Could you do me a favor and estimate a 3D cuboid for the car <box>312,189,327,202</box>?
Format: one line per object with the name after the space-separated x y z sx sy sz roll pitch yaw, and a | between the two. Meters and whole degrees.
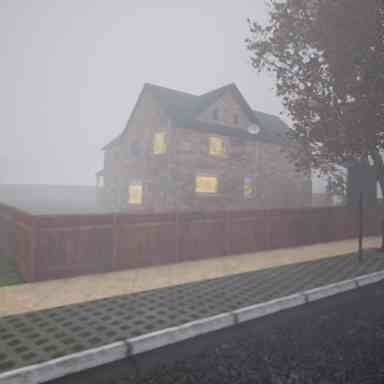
18.409 0.754 47.752 1.882 1.535 5.008 2 1 -3 | car
